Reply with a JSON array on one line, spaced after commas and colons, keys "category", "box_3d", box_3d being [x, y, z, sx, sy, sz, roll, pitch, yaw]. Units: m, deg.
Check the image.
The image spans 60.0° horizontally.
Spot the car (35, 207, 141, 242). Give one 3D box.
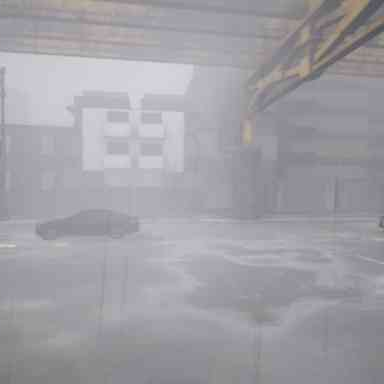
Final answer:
[{"category": "car", "box_3d": [-4.750, 1.427, 15.458, 4.674, 1.442, 1.812, 0, 0, -9]}]

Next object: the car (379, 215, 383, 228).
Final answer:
[{"category": "car", "box_3d": [12.811, 1.491, 18.289, 4.902, 1.511, 2.128, 0, 0, -9]}]
